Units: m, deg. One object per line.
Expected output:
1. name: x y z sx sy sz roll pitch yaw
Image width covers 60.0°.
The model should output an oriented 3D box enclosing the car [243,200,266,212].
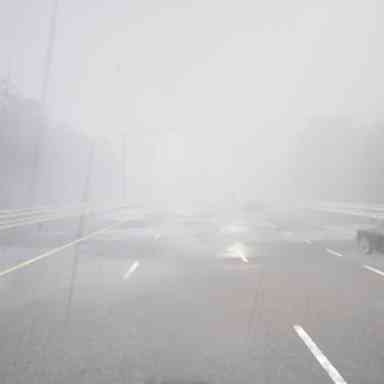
1. car: 7.081 1.614 37.943 1.895 1.301 4.718 0 0 0

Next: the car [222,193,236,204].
1. car: 7.228 1.240 64.203 2.150 2.045 5.566 0 0 0

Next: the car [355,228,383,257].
1. car: 7.006 1.605 10.295 1.895 1.301 4.718 0 0 0
